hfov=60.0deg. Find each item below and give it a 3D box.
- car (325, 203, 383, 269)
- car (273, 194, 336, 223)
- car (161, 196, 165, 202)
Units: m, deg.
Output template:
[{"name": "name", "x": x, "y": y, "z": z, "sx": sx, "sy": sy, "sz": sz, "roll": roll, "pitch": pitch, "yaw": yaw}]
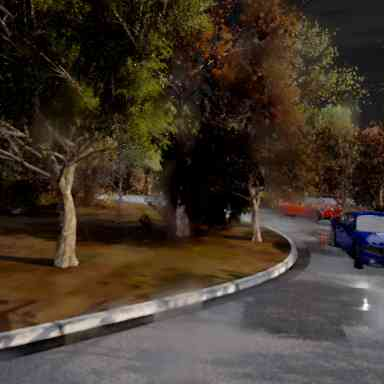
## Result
[{"name": "car", "x": 6.008, "y": 1.427, "z": 11.064, "sx": 1.882, "sy": 1.535, "sz": 5.008, "roll": 2, "pitch": 2, "yaw": 12}, {"name": "car", "x": 7.551, "y": 0.967, "z": 22.131, "sx": 2.097, "sy": 1.767, "sz": 4.553, "roll": 2, "pitch": 2, "yaw": -28}, {"name": "car", "x": -1.616, "y": 0.446, "z": 35.482, "sx": 1.994, "sy": 1.385, "sz": 4.181, "roll": 2, "pitch": 1, "yaw": -35}]
